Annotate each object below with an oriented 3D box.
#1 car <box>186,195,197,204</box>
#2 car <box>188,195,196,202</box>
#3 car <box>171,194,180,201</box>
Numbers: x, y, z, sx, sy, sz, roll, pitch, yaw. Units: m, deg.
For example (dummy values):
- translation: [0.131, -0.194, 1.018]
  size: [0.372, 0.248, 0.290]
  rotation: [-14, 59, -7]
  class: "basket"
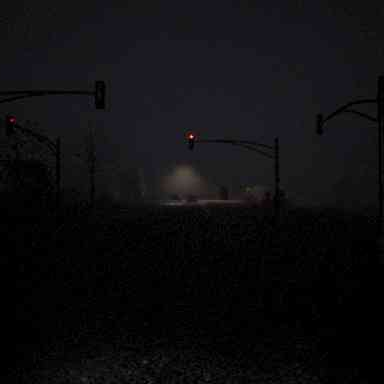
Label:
- translation: [-0.064, 1.424, 68.028]
  size: [2.097, 1.767, 4.553]
  rotation: [0, 0, 0]
  class: "car"
- translation: [-0.074, 1.426, 78.064]
  size: [1.837, 1.490, 4.892]
  rotation: [0, 0, 0]
  class: "car"
- translation: [-3.569, 1.195, 72.230]
  size: [1.837, 1.490, 4.892]
  rotation: [0, 0, 0]
  class: "car"
